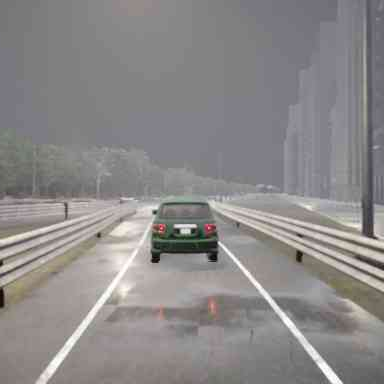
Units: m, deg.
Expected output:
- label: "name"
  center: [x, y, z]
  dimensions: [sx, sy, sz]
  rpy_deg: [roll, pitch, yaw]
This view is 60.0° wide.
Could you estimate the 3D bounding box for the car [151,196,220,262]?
- label: "car"
  center: [-0.331, 1.252, 12.412]
  dimensions: [2.150, 2.045, 5.566]
  rpy_deg: [0, 0, -3]
